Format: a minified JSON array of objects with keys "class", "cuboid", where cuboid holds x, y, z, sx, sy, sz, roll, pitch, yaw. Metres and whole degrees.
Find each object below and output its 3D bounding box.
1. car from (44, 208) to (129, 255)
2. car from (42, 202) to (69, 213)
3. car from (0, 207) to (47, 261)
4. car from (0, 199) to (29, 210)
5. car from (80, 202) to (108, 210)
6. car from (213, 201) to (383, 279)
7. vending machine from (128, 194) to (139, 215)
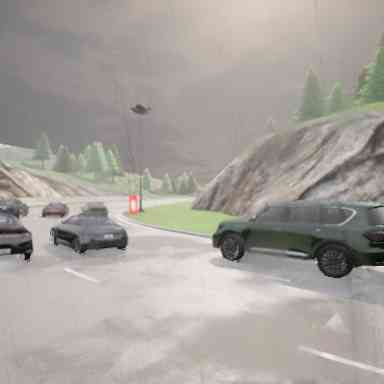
[{"class":"car","cuboid":[-4.332,1.597,13.760,1.994,1.385,4.181,1,0,-39]},{"class":"car","cuboid":[-12.849,1.615,31.574,1.994,1.385,4.181,0,0,-14]},{"class":"car","cuboid":[-6.923,1.496,11.426,2.128,1.511,4.902,0,0,-40]},{"class":"car","cuboid":[-15.823,1.372,29.227,2.097,1.767,4.553,1,0,-16]},{"class":"car","cuboid":[-7.914,1.570,26.987,1.837,1.490,4.892,0,0,-22]},{"class":"car","cuboid":[3.288,1.293,10.602,5.566,2.045,2.150,0,0,41]},{"class":"vending machine","cuboid":[-6.110,1.306,34.541,1.100,2.100,0.880,0,0,-10]}]
